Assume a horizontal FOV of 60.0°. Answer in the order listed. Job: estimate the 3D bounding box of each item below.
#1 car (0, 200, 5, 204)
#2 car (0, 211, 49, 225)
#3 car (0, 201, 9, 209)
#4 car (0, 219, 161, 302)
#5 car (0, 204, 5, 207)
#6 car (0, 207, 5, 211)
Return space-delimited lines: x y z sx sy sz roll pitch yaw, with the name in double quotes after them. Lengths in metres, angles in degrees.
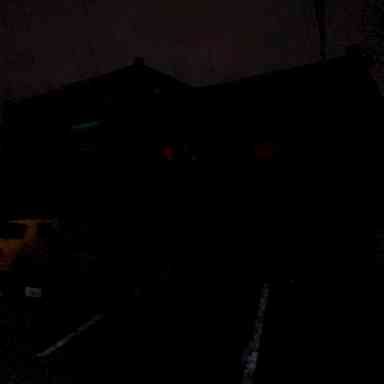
-29.666 2.237 48.317 5.366 1.575 1.946 2 -1 15 "car"
-4.704 1.475 10.502 1.946 1.575 5.366 0 -1 16 "car"
-39.607 2.534 66.396 5.366 1.575 1.946 0 -2 15 "car"
-2.336 1.509 8.576 2.163 1.488 4.792 1 -1 15 "car"
-9.521 1.469 13.939 1.946 1.575 5.366 0 -1 16 "car"
-7.150 1.472 12.038 2.097 1.535 5.008 0 -1 15 "car"
